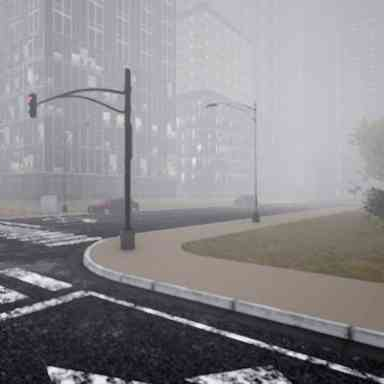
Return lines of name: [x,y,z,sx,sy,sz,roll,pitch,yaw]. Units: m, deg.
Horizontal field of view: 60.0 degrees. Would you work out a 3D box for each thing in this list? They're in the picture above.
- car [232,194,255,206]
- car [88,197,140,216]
car: [7.779,1.143,48.773,2.097,1.767,4.553,0,0,37]
car: [-6.850,1.232,29.455,1.882,1.535,5.008,0,0,37]
